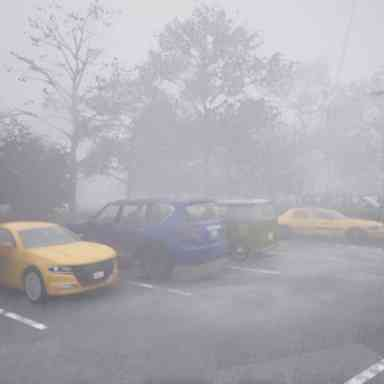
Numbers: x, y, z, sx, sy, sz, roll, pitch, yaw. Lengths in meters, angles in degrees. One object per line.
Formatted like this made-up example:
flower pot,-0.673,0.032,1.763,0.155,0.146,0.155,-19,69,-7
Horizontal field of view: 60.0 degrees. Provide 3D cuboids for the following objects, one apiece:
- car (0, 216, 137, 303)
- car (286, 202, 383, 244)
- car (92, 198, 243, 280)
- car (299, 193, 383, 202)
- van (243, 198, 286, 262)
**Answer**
car,-4.000,1.504,8.334,5.008,1.535,2.097,-1,-1,35
car,5.809,1.368,15.098,5.366,1.575,1.946,-1,-1,34
car,-1.617,1.224,10.059,5.566,2.045,2.435,-1,0,35
car,8.084,1.089,16.892,5.566,2.045,2.435,-1,-1,35
van,0.723,1.219,11.817,4.442,1.987,1.878,-1,0,35
